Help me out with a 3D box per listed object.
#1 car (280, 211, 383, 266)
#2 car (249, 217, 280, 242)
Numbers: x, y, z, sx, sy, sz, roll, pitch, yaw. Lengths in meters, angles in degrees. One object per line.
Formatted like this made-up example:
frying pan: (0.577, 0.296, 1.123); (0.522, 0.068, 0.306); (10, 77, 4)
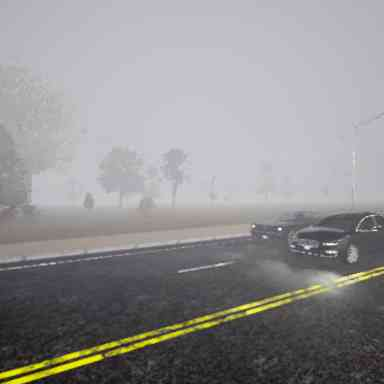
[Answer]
car: (5.498, 1.463, 11.562); (4.892, 1.490, 1.837); (0, 0, -35)
car: (4.835, 1.551, 15.069); (4.718, 1.301, 1.895); (0, 0, -35)
